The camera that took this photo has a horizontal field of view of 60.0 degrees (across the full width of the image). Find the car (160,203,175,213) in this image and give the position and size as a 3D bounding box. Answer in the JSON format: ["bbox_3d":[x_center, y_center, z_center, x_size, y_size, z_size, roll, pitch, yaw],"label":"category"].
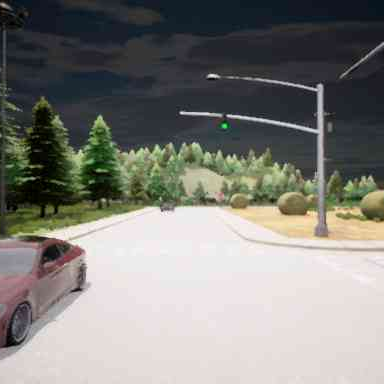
[{"bbox_3d":[-3.505,2.228,48.239,1.994,1.385,4.181,0,-1,0],"label":"car"}]

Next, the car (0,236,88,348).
[{"bbox_3d":[-3.484,1.677,6.603,1.812,1.442,4.674,0,0,0],"label":"car"}]
